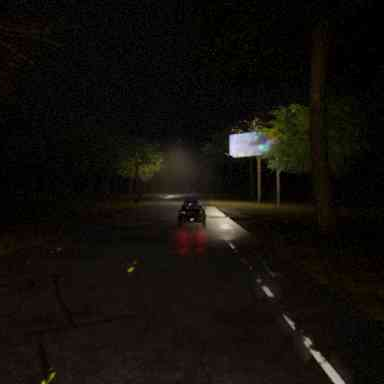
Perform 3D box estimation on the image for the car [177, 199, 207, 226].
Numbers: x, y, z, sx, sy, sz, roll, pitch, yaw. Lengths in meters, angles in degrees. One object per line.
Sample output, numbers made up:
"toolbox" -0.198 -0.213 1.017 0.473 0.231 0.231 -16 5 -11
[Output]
"car" -0.011 1.505 23.220 2.128 1.511 4.902 0 0 0
